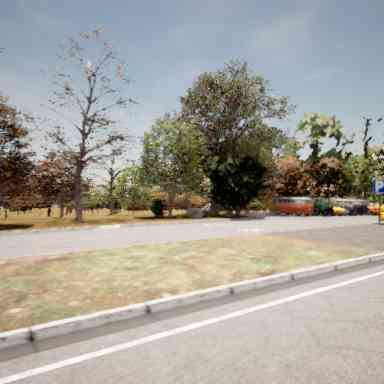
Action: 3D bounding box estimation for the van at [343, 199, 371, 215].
[{"bbox_3d":[20.021,1.931,42.769,1.878,1.987,4.442,2,-1,-35],"label":"van"}]

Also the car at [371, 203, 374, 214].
[{"bbox_3d":[22.358,2.122,44.254,2.185,1.767,4.553,2,-1,-35],"label":"car"}]

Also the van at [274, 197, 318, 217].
[{"bbox_3d":[10.907,1.591,36.270,1.878,1.987,4.442,2,-1,-35],"label":"van"}]

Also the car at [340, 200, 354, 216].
[{"bbox_3d":[15.684,1.975,39.305,1.946,1.575,5.366,2,-1,-35],"label":"car"}]

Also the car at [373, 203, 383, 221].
[{"bbox_3d":[16.334,1.746,23.704,1.946,1.575,5.366,2,-1,-35],"label":"car"}]

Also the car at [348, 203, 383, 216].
[{"bbox_3d":[24.492,2.333,45.808,2.097,1.535,5.008,2,-1,-35],"label":"car"}]

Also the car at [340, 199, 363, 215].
[{"bbox_3d":[17.832,2.068,41.057,2.231,1.521,4.892,2,-1,-35],"label":"car"}]

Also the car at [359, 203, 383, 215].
[{"bbox_3d":[26.849,2.427,47.489,2.097,1.535,5.008,2,-1,-35],"label":"car"}]

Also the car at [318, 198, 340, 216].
[{"bbox_3d":[13.313,1.643,37.876,2.435,2.045,5.566,2,-1,-35],"label":"car"}]

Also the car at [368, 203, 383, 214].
[{"bbox_3d":[29.104,2.519,49.096,2.231,1.521,4.892,2,-1,-35],"label":"car"}]
